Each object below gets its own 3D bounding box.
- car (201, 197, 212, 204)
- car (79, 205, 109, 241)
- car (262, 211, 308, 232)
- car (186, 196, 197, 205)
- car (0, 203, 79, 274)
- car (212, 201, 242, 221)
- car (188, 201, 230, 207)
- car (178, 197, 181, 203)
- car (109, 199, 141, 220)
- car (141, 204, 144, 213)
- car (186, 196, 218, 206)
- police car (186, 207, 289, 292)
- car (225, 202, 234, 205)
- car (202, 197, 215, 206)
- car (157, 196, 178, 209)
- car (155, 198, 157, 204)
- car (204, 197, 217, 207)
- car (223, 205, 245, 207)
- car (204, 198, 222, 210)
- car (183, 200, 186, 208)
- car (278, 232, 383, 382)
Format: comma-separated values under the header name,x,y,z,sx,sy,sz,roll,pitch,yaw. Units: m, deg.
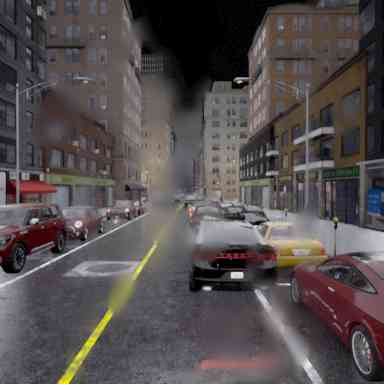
name,x,y,z,sx,sy,sz,roll,pitch,yaw
car,2.705,1.537,61.029,1.802,1.307,4.206,-1,0,0
car,-5.722,1.433,16.319,1.967,1.590,4.097,-1,0,0
car,2.827,1.521,10.926,1.752,1.417,4.829,-1,0,0
car,-0.162,1.434,60.153,1.882,1.535,5.008,0,0,0
car,-5.708,1.311,10.733,2.192,1.841,5.009,-1,0,0
car,2.787,1.538,27.513,2.008,1.369,4.403,-1,0,0
car,0.848,1.497,18.978,1.837,1.490,4.892,0,0,0
car,-3.177,1.550,65.989,1.895,1.301,4.718,0,0,0
car,-5.752,1.427,27.490,1.967,1.590,4.097,-1,0,0
car,-5.765,1.565,33.076,1.802,1.307,4.206,-1,0,0
car,0.767,1.340,24.940,2.097,1.767,4.553,0,0,-1
police car,0.875,1.422,9.088,1.930,1.638,5.238,0,0,0
car,2.801,1.556,21.928,1.947,1.339,4.313,-1,0,0
car,2.719,1.527,55.443,1.947,1.339,4.313,-1,0,0
car,-3.212,1.575,44.317,1.895,1.301,4.718,0,0,0
car,-5.840,1.500,61.005,1.887,1.381,4.507,-1,0,0
car,2.732,1.493,50.027,1.752,1.417,4.829,-1,0,0
car,2.814,1.559,16.342,1.947,1.339,4.313,-1,0,0
car,2.746,1.525,44.271,2.008,1.369,4.403,-1,0,0
car,-0.115,1.477,46.414,1.837,1.490,4.892,0,0,0
car,2.842,1.580,5.170,1.802,1.307,4.206,-1,0,0
